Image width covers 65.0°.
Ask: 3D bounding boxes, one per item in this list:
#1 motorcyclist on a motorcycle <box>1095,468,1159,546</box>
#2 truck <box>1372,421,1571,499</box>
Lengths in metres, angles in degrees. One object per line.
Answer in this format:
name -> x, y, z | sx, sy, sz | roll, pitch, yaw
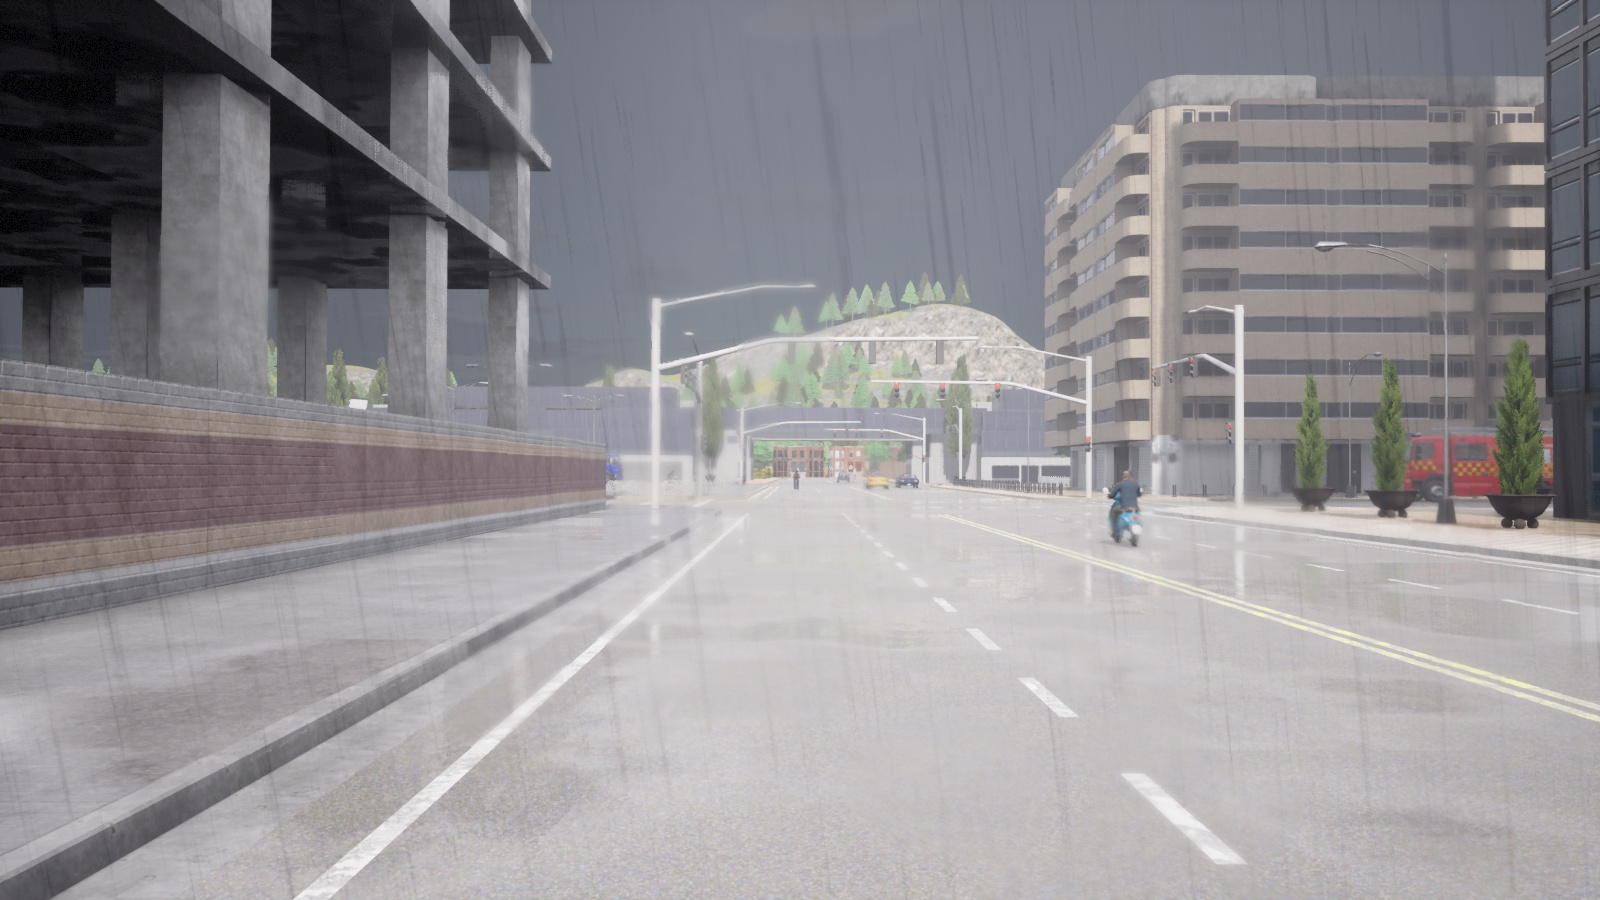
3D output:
motorcyclist on a motorcycle -> 6.936, 1.188, 26.710 | 0.866, 1.590, 1.817 | 0, -1, 0
truck -> 33.886, 0.524, 63.575 | 8.468, 3.827, 2.891 | 0, -1, 0
